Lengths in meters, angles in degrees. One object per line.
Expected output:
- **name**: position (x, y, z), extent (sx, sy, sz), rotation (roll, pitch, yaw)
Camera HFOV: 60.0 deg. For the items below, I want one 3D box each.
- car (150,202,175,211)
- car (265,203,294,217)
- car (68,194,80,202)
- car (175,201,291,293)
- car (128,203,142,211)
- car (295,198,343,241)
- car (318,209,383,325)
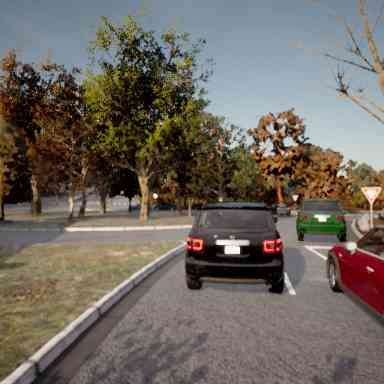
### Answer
- **car**: position (-4.188, 2.538, 56.940), extent (4.892, 1.490, 1.837), rotation (-1, -2, 26)
- **car**: position (10.164, 2.106, 39.167), extent (2.128, 1.511, 4.902), rotation (0, -1, 0)
- **car**: position (-31.236, 1.836, 86.943), extent (1.946, 1.575, 5.366), rotation (0, 2, -11)
- **car**: position (1.211, 1.251, 9.166), extent (2.150, 2.045, 5.566), rotation (0, 0, 9)
- **car**: position (-8.912, 2.668, 60.699), extent (5.357, 1.411, 2.033), rotation (0, -1, 1)
- **car**: position (6.606, 1.340, 17.269), extent (2.150, 2.045, 5.566), rotation (0, -1, 18)
- **car**: position (4.032, 1.356, 6.001), extent (2.097, 1.767, 4.553), rotation (0, 0, 6)
